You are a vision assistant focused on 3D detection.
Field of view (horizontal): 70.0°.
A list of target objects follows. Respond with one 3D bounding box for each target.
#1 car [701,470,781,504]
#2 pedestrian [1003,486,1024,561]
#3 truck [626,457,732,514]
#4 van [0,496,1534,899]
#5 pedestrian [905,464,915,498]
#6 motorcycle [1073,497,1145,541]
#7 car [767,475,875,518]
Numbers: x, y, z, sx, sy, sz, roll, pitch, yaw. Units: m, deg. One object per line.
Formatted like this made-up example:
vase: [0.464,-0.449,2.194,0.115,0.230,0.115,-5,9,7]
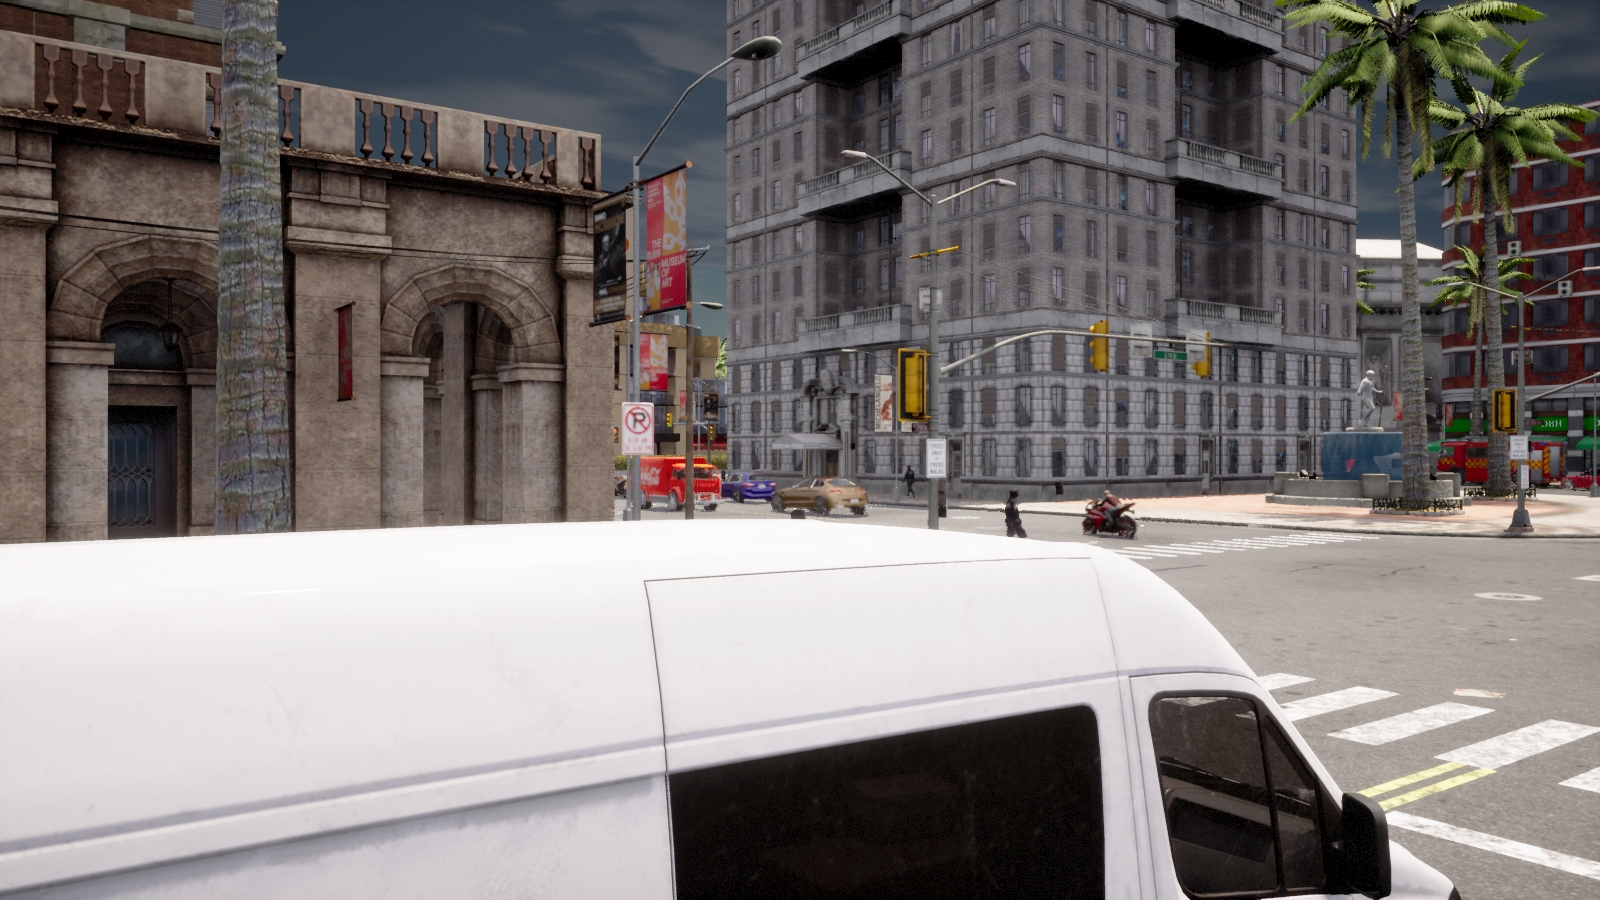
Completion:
car: [-3.208,1.954,61.269,2.242,1.667,4.611,0,0,-34]
pedestrian: [5.364,1.840,28.769,0.375,1.860,0.375,0,0,-23]
truck: [-5.646,1.557,52.730,2.627,2.467,5.204,0,0,-35]
van: [0.019,1.533,3.806,5.915,2.561,1.988,0,0,-35]
pedestrian: [6.037,1.680,62.603,0.375,1.860,0.375,0,0,-26]
motorcycle: [9.885,2.193,36.600,0.867,1.251,2.209,0,0,-33]
car: [0.844,1.980,49.598,2.152,1.651,5.027,0,0,-35]
